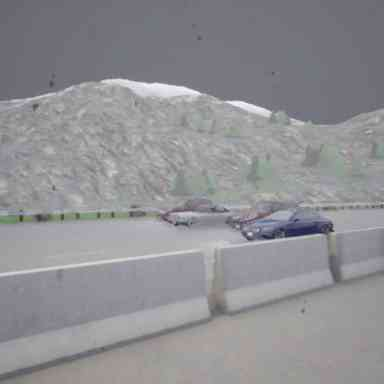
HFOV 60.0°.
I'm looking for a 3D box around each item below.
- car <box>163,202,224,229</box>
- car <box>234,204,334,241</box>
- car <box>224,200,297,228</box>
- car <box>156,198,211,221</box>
[{"bbox_3d":[0.855,1.521,21.058,4.718,1.301,1.895,0,0,-31],"label":"car"},{"bbox_3d":[4.410,1.475,15.006,4.674,1.442,1.812,0,0,-31],"label":"car"},{"bbox_3d":[4.428,1.286,19.066,4.553,1.767,2.097,0,0,-30],"label":"car"},{"bbox_3d":[-0.321,1.258,24.391,4.553,1.767,2.097,0,0,-30],"label":"car"}]
